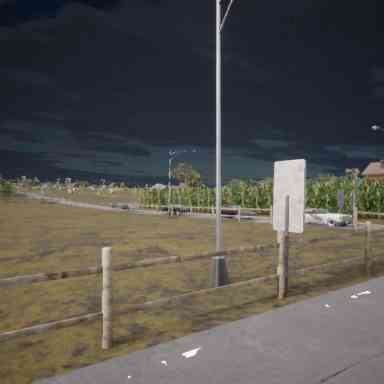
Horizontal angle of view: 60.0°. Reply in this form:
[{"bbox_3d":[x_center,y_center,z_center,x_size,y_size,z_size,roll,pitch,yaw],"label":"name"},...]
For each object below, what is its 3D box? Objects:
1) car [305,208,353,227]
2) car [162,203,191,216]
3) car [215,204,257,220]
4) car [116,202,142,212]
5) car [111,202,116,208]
[{"bbox_3d":[9.786,1.919,25.613,1.895,1.301,4.718,3,-3,-37],"label":"car"},{"bbox_3d":[-1.895,2.211,41.955,1.882,1.535,5.008,3,-3,-35],"label":"car"},{"bbox_3d":[4.316,2.022,33.227,1.837,1.490,4.892,3,-3,-36],"label":"car"},{"bbox_3d":[-9.698,2.405,53.019,2.128,1.511,4.902,3,-2,-35],"label":"car"},{"bbox_3d":[-14.163,2.596,64.238,1.994,1.385,4.181,3,-1,-35],"label":"car"}]
